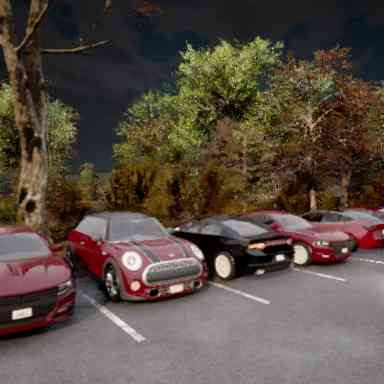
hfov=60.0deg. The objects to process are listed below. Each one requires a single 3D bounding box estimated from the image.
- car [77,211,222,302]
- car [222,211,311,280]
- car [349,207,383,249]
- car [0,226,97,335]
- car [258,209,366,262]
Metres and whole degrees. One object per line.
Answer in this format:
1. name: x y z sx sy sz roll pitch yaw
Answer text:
1. car: -1.608 1.336 8.477 2.185 1.767 4.553 0 0 -36
2. car: 0.711 1.447 10.088 2.097 1.535 5.008 0 0 -36
3. car: 5.389 1.446 13.469 2.163 1.488 4.792 0 0 -36
4. car: -3.891 1.477 6.816 2.097 1.535 5.008 0 0 -36
5. car: 3.004 1.432 11.736 2.097 1.535 5.008 0 0 -36
